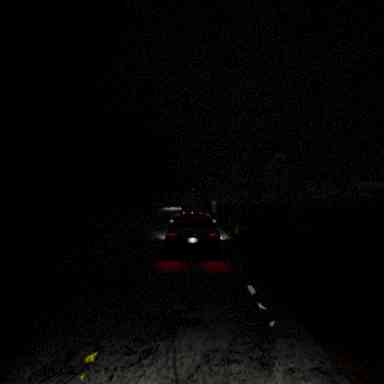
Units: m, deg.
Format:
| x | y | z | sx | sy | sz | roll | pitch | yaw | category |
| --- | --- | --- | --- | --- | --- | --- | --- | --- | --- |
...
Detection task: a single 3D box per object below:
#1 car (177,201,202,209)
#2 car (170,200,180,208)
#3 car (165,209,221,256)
| x | y | z | sx | sy | sz | roll | pitch | yaw | category |
| --- | --- | --- | --- | --- | --- | --- | --- | --- | --- |
| 0.030 | 1.646 | 27.342 | 1.895 | 1.301 | 4.718 | 0 | 0 | 1 | car |
| -2.830 | 2.003 | 57.392 | 1.895 | 1.301 | 4.718 | 0 | -1 | 0 | car |
| 0.039 | 1.563 | 13.038 | 1.994 | 1.385 | 4.181 | 0 | 0 | 1 | car |
